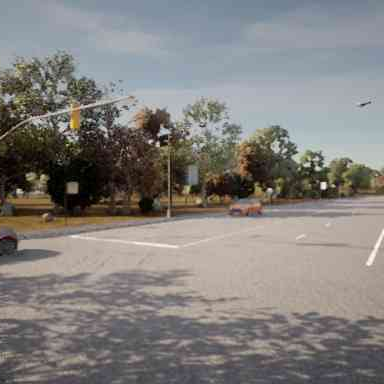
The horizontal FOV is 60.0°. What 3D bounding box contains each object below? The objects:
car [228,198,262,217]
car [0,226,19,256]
[{"bbox_3d":[5.303,1.460,33.049,2.097,1.767,4.553,-1,0,32],"label":"car"},{"bbox_3d":[-8.310,1.666,11.444,1.994,1.385,4.181,-1,0,32],"label":"car"}]
